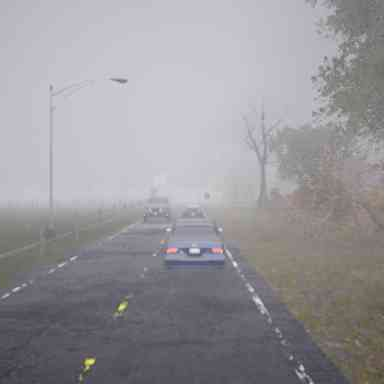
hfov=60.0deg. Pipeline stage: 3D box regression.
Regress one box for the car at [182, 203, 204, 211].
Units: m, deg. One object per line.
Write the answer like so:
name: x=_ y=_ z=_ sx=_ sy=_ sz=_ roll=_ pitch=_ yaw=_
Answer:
car: x=0.092 y=1.667 z=29.573 sx=1.812 sy=1.442 sz=4.674 roll=0 pitch=0 yaw=0

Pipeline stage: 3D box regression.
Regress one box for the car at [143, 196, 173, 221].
car: x=-2.844 y=1.360 z=28.643 sx=2.150 sy=2.045 sz=5.566 roll=0 pitch=0 yaw=0

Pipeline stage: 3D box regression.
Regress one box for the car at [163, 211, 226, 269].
car: x=0.086 y=1.609 z=11.279 sx=2.033 sy=1.411 sz=5.357 roll=0 pitch=0 yaw=0
